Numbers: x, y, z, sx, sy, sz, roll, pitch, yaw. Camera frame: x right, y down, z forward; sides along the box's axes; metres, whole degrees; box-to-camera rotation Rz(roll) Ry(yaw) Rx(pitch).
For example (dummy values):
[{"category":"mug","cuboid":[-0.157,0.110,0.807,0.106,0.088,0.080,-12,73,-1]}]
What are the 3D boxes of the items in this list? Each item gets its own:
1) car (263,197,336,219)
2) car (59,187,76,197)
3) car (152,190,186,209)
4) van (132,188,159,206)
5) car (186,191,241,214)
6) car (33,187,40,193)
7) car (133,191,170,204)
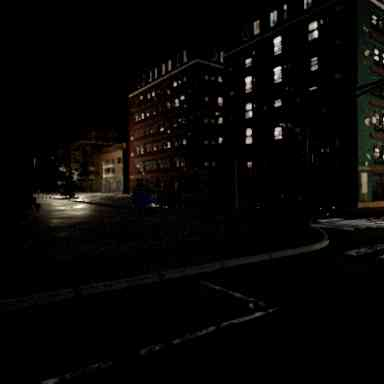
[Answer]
[{"category":"car","cuboid":[7.224,1.034,22.628,1.895,1.301,4.718,-1,2,-36]},{"category":"car","cuboid":[-21.467,0.177,57.661,1.802,1.307,4.206,1,1,-36]},{"category":"car","cuboid":[-1.449,0.779,30.035,1.887,1.381,4.507,1,1,-36]},{"category":"van","cuboid":[-4.781,0.469,34.638,1.690,1.788,3.998,1,1,-36]},{"category":"car","cuboid":[1.822,0.886,25.390,1.887,1.381,4.507,1,1,-36]},{"category":"car","cuboid":[-38.144,-0.494,80.679,1.967,1.590,4.097,1,1,-36]},{"category":"car","cuboid":[-4.886,0.581,39.339,2.033,1.411,5.357,-1,1,-36]}]
